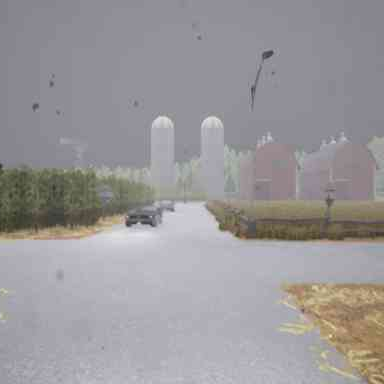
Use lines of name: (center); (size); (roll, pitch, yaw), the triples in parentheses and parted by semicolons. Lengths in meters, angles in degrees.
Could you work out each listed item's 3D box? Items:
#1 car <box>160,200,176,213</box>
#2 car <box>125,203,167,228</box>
car: (-3.068, 1.717, 40.175); (1.812, 1.442, 4.674); (0, 0, 0)
car: (-3.173, 1.650, 22.752); (1.895, 1.301, 4.718); (0, -1, 3)
